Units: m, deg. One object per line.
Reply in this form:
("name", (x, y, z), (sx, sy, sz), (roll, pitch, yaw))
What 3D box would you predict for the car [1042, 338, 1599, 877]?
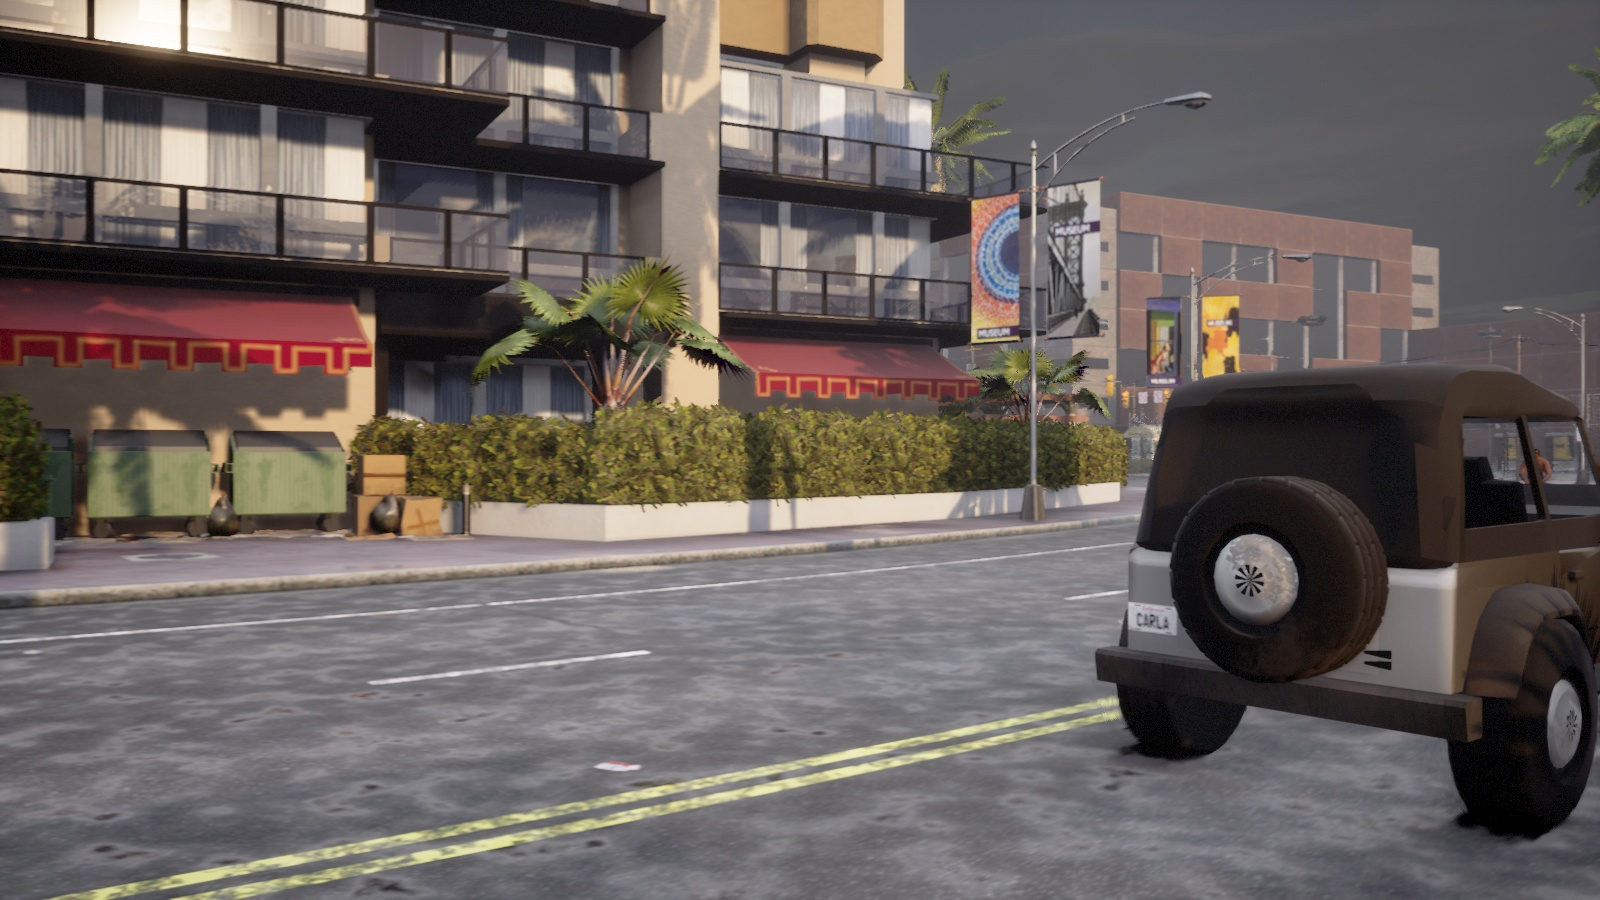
("car", (3.223, 0.553, 6.345), (3.866, 1.878, 1.905), (0, 0, -40))
